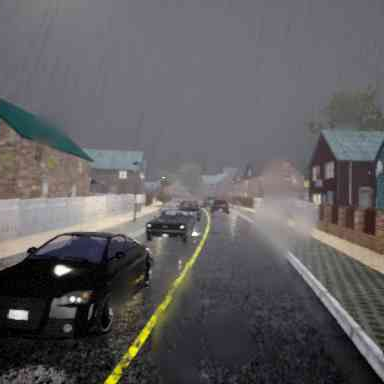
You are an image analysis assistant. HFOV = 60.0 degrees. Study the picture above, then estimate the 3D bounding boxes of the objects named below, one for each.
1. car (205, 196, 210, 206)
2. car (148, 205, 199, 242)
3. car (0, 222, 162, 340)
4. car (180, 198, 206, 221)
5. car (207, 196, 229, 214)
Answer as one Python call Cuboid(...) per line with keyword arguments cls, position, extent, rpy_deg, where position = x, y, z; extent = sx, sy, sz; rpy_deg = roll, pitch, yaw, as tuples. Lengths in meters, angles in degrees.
Cuboid(cls="car", position=(2.663, 1.412, 49.490), extent=(2.097, 1.767, 4.553), rpy_deg=(2, 0, -3))
Cuboid(cls="car", position=(-0.930, 1.547, 16.350), extent=(1.895, 1.301, 4.718), rpy_deg=(2, 0, 5))
Cuboid(cls="car", position=(-2.105, 1.497, 6.520), extent=(1.994, 1.385, 4.181), rpy_deg=(2, 0, 8))
Cuboid(cls="car", position=(-0.187, 1.443, 26.448), extent=(2.128, 1.511, 4.902), rpy_deg=(2, 0, 3))
Cuboid(cls="car", position=(3.001, 1.559, 36.689), extent=(1.837, 1.490, 4.892), rpy_deg=(2, 0, 0))
